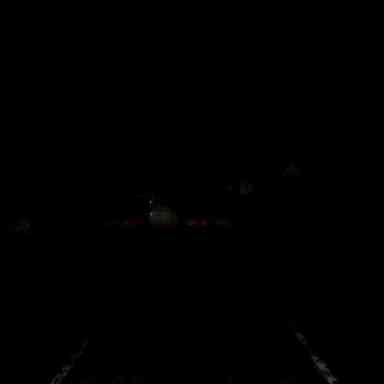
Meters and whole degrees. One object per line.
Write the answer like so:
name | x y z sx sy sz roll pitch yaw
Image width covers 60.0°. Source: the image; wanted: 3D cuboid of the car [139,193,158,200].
car | -11.295 1.057 86.074 4.553 1.767 2.185 0 -1 -1

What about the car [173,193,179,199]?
car | -4.083 0.890 78.877 2.128 1.511 4.902 0 -1 -1

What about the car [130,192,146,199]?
car | -10.968 1.031 77.758 5.366 1.575 1.946 0 -1 -1

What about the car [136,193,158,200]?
car | -11.233 1.125 83.296 5.008 1.535 2.097 0 -1 -1

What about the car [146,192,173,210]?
car | -3.609 1.056 37.633 2.097 1.767 4.553 0 1 -1

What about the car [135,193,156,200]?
car | -11.196 1.076 80.524 4.892 1.521 2.231 0 -1 -1

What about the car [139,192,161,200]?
car | -11.272 0.994 88.849 5.566 2.045 2.435 0 -1 -1
